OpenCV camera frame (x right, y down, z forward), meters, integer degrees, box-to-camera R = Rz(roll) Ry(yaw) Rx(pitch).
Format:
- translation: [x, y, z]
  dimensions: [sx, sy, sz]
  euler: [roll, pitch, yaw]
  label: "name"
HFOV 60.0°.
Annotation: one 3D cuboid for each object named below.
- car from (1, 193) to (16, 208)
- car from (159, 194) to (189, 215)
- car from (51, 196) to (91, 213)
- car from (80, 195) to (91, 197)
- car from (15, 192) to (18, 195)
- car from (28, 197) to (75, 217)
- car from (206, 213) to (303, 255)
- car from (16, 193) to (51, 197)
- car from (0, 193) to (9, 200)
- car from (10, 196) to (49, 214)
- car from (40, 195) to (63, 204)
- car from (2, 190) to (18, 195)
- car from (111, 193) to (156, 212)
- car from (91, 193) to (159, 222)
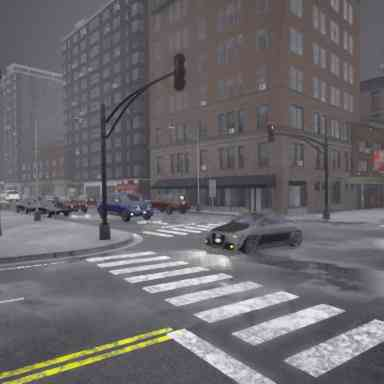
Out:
- translation: [-23.727, 1.248, 40.950]
  dimensions: [1.752, 1.417, 4.829]
  euler: [0, 1, -44]
  label: "car"
- translation: [-2.411, 1.086, 31.163]
  dimensions: [2.192, 1.841, 5.009]
  euler: [0, 1, -44]
  label: "car"
- translation: [-12.080, 1.394, 32.856]
  dimensions: [1.895, 1.301, 4.718]
  euler: [-1, 1, -44]
  label: "car"
- translation: [-13.895, 1.083, 43.044]
  dimensions: [1.967, 1.590, 4.097]
  euler: [0, 1, -44]
  label: "car"
- translation: [-29.207, 1.044, 58.885]
  dimensions: [1.802, 1.307, 4.206]
  euler: [0, 1, -44]
  label: "car"
- translation: [-12.364, 1.417, 29.196]
  dimensions: [1.947, 1.339, 4.313]
  euler: [0, 1, -44]
  label: "car"
- translation: [2.590, 1.580, 13.489]
  dimensions: [4.181, 1.385, 1.994]
  euler: [-1, 1, -35]
  label: "car"
- translation: [-19.348, 1.215, 40.395]
  dimensions: [1.837, 1.490, 4.892]
  euler: [-1, 1, -44]
  label: "car"
- translation: [-40.691, 0.885, 70.764]
  dimensions: [1.947, 1.339, 4.313]
  euler: [0, 1, -44]
  label: "car"
- translation: [-16.192, 1.375, 33.155]
  dimensions: [1.947, 1.339, 4.313]
  euler: [0, 1, -44]
  label: "car"
- translation: [-21.551, 1.136, 50.965]
  dimensions: [1.802, 1.307, 4.206]
  euler: [0, 1, -44]
  label: "car"
- translation: [-31.881, 0.711, 57.940]
  dimensions: [2.150, 2.045, 5.566]
  euler: [-1, 1, -44]
  label: "car"
- translation: [-6.239, 1.044, 35.123]
  dimensions: [2.192, 1.841, 5.009]
  euler: [0, 1, -44]
  label: "car"
- translation: [-5.318, 1.089, 25.856]
  dimensions: [2.150, 2.045, 5.566]
  euler: [-1, 1, -44]
  label: "car"
